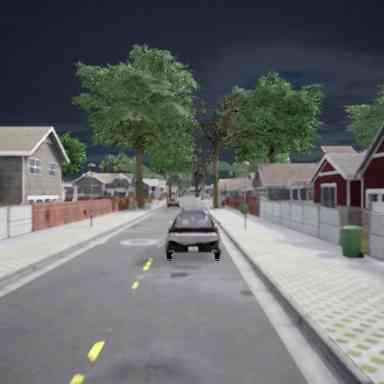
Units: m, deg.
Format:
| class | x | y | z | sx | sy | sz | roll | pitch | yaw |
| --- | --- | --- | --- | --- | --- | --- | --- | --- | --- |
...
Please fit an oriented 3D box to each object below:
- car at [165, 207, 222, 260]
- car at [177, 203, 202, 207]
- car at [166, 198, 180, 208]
| class | x | y | z | sx | sy | sz | roll | pitch | yaw |
| --- | --- | --- | --- | --- | --- | --- | --- | --- | --- |
| car | 0.061 | 1.528 | 12.516 | 2.128 | 1.511 | 4.902 | 0 | 0 | 1 |
| car | 0.056 | 1.687 | 26.594 | 1.895 | 1.301 | 4.718 | 0 | 0 | 0 |
| car | -2.840 | 1.646 | 50.207 | 1.882 | 1.535 | 5.008 | 0 | 0 | 0 |
